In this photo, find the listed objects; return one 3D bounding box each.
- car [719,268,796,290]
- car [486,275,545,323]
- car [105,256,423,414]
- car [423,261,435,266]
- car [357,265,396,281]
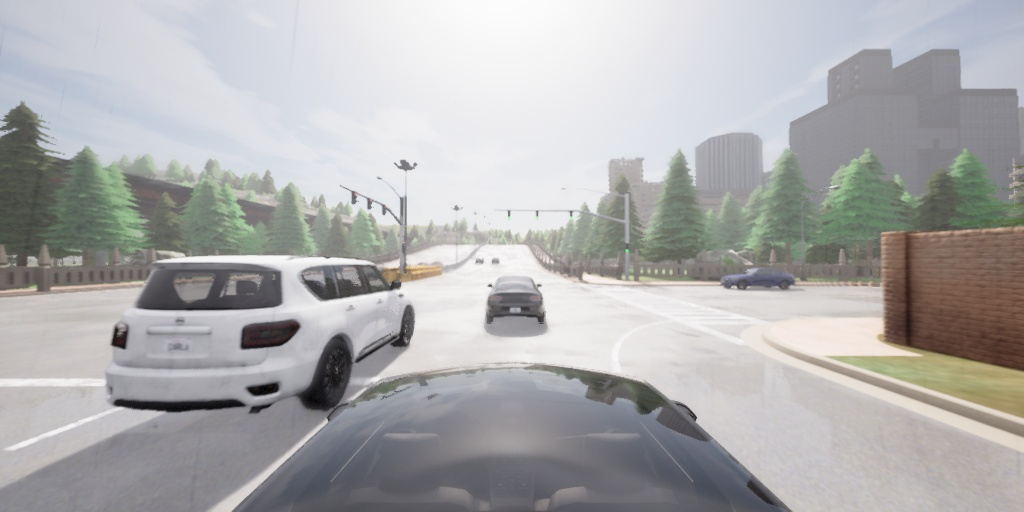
[{"bbox_3d":[16.889,1.546,24.747,4.674,1.442,1.812,0,-1,0],"label":"car"},{"bbox_3d":[0.098,1.403,12.563,1.812,1.442,4.674,0,-1,0],"label":"car"},{"bbox_3d":[-3.405,1.027,6.347,2.150,2.045,5.566,0,-1,0],"label":"car"},{"bbox_3d":[-14.057,1.729,56.581,2.097,1.767,4.553,0,0,0],"label":"car"},{"bbox_3d":[-14.096,1.723,37.746,2.033,1.411,5.357,0,-1,0],"label":"car"}]
